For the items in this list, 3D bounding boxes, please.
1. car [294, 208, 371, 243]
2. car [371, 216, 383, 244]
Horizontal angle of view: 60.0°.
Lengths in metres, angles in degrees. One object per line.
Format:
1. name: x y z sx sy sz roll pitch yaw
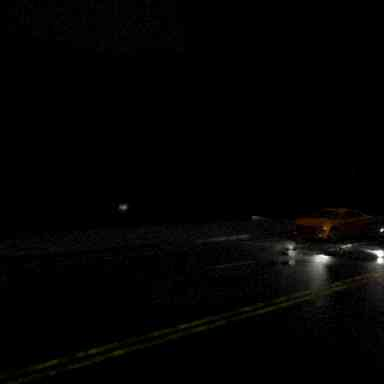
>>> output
1. car: 7.219 1.566 16.820 5.008 1.535 1.882 0 0 -35
2. car: 10.276 1.621 15.008 4.674 1.442 1.812 0 0 -36
